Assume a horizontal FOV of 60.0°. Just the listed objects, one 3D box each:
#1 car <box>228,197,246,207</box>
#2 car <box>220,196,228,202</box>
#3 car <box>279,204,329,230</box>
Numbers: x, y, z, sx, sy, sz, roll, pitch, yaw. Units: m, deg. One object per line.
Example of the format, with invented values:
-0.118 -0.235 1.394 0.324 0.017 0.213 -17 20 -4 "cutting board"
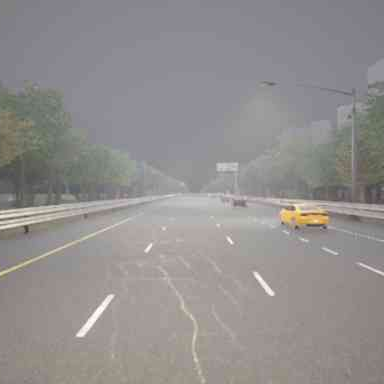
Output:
7.139 1.516 51.522 1.882 1.535 5.008 0 0 0 "car"
7.298 1.598 75.153 2.033 1.411 5.357 0 0 0 "car"
7.022 1.487 21.333 1.882 1.535 5.008 0 0 0 "car"
